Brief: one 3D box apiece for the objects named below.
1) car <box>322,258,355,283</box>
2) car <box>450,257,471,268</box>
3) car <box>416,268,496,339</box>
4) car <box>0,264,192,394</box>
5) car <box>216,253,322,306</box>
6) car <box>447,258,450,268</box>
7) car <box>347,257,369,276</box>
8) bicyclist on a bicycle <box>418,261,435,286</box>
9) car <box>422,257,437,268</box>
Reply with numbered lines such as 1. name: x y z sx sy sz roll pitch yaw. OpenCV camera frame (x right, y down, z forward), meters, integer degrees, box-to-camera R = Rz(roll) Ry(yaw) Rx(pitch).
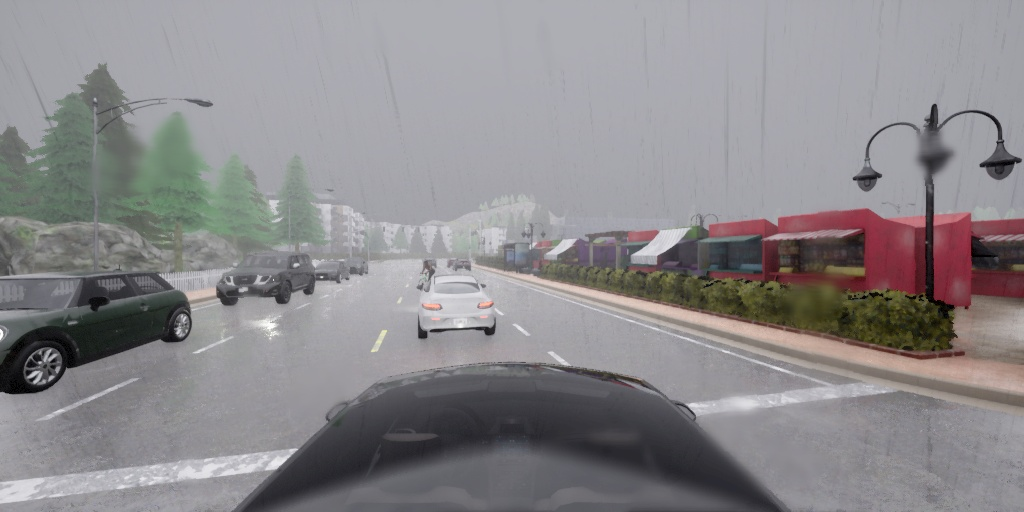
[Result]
1. car: -12.778 1.089 25.345 1.837 1.490 4.892 0 0 -14
2. car: -5.955 0.966 42.330 1.837 1.490 4.892 0 0 -14
3. car: -1.631 1.224 9.936 1.812 1.442 4.674 0 0 -13
4. car: -8.115 1.076 6.332 2.097 1.767 4.553 0 0 -13
5. car: -10.412 0.876 15.741 2.150 2.045 5.566 0 0 -14
6. car: -8.291 0.872 51.372 1.882 1.535 5.008 0 0 -14
7. car: -14.730 0.877 33.312 2.097 1.767 4.553 0 0 -14
8. bicyclist on a bicycle: -4.626 1.079 19.737 0.582 1.620 1.656 0 1 24
9. car: -11.681 0.903 50.825 1.837 1.490 4.892 0 0 -14
